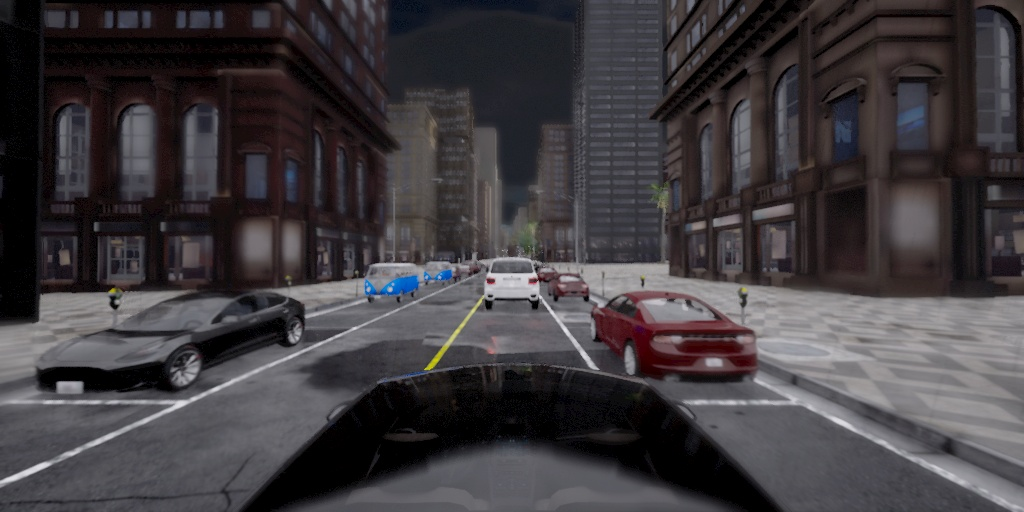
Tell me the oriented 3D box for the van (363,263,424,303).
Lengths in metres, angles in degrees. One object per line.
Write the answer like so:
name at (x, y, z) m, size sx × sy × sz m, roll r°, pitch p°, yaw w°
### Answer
van at (-5.762, 1.245, 17.453) m, size 1.690 × 1.789 × 3.998 m, roll 0°, pitch 0°, yaw 0°

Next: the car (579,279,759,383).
car at (2.763, 1.347, 7.121) m, size 1.888 × 1.381 × 4.507 m, roll 0°, pitch 0°, yaw 0°

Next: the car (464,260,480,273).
car at (-5.762, 1.535, 49.256) m, size 2.192 × 1.841 × 5.009 m, roll 0°, pitch 0°, yaw 0°

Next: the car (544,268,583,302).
car at (2.763, 1.491, 17.918) m, size 1.802 × 1.307 × 4.207 m, roll 0°, pitch 0°, yaw 0°

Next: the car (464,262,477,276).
car at (-5.762, 1.751, 43.955) m, size 1.802 × 1.307 × 4.207 m, roll 0°, pitch 0°, yaw 0°

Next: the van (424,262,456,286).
van at (-5.762, 1.351, 28.053) m, size 1.690 × 1.789 × 3.998 m, roll 0°, pitch 0°, yaw 0°

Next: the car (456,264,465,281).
car at (-5.762, 1.646, 33.354) m, size 1.802 × 1.307 × 4.207 m, roll 0°, pitch 0°, yaw 0°

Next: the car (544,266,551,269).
car at (2.763, 1.562, 28.716) m, size 1.888 × 1.381 × 4.507 m, roll 0°, pitch 0°, yaw 0°

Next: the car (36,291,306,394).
car at (-5.762, 1.365, 6.852) m, size 1.948 × 1.339 × 4.313 m, roll 0°, pitch 0°, yaw 0°

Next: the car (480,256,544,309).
car at (0.000, 1.105, 15.868) m, size 2.150 × 2.045 × 5.566 m, roll 0°, pitch 0°, yaw 0°
